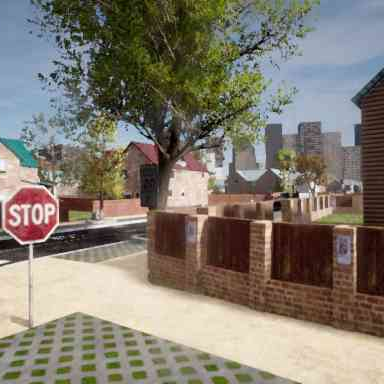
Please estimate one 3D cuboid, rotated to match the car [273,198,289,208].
[{"bbox_3d":[10.396,1.305,37.904,1.895,1.301,4.718,-1,0,31],"label":"car"}]
